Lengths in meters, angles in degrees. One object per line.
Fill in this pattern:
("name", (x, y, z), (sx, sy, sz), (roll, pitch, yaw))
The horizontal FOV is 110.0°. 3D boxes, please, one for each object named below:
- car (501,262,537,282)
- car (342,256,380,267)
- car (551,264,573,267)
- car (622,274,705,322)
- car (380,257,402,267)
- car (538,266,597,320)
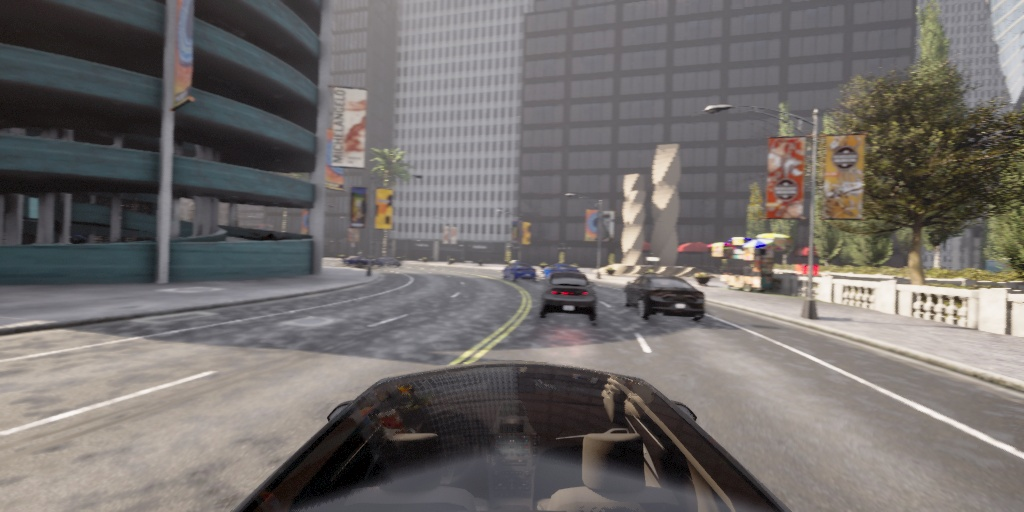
("car", (0.528, 1.286, 30.132), (1.882, 1.535, 5.008), (2, 0, -16))
("car", (-19.714, 0.717, 46.237), (4.718, 1.301, 1.895), (2, 0, 34))
("car", (4.085, 1.413, 30.361), (1.882, 1.535, 5.008), (2, 0, -15))
("car", (5.583, 1.442, 13.749), (1.882, 1.535, 5.008), (2, 0, 6))
("car", (-16.758, 0.787, 48.367), (4.181, 1.385, 1.994), (2, 0, 35))
("car", (2.046, 1.345, 13.345), (1.837, 1.490, 4.892), (2, 0, 7))
